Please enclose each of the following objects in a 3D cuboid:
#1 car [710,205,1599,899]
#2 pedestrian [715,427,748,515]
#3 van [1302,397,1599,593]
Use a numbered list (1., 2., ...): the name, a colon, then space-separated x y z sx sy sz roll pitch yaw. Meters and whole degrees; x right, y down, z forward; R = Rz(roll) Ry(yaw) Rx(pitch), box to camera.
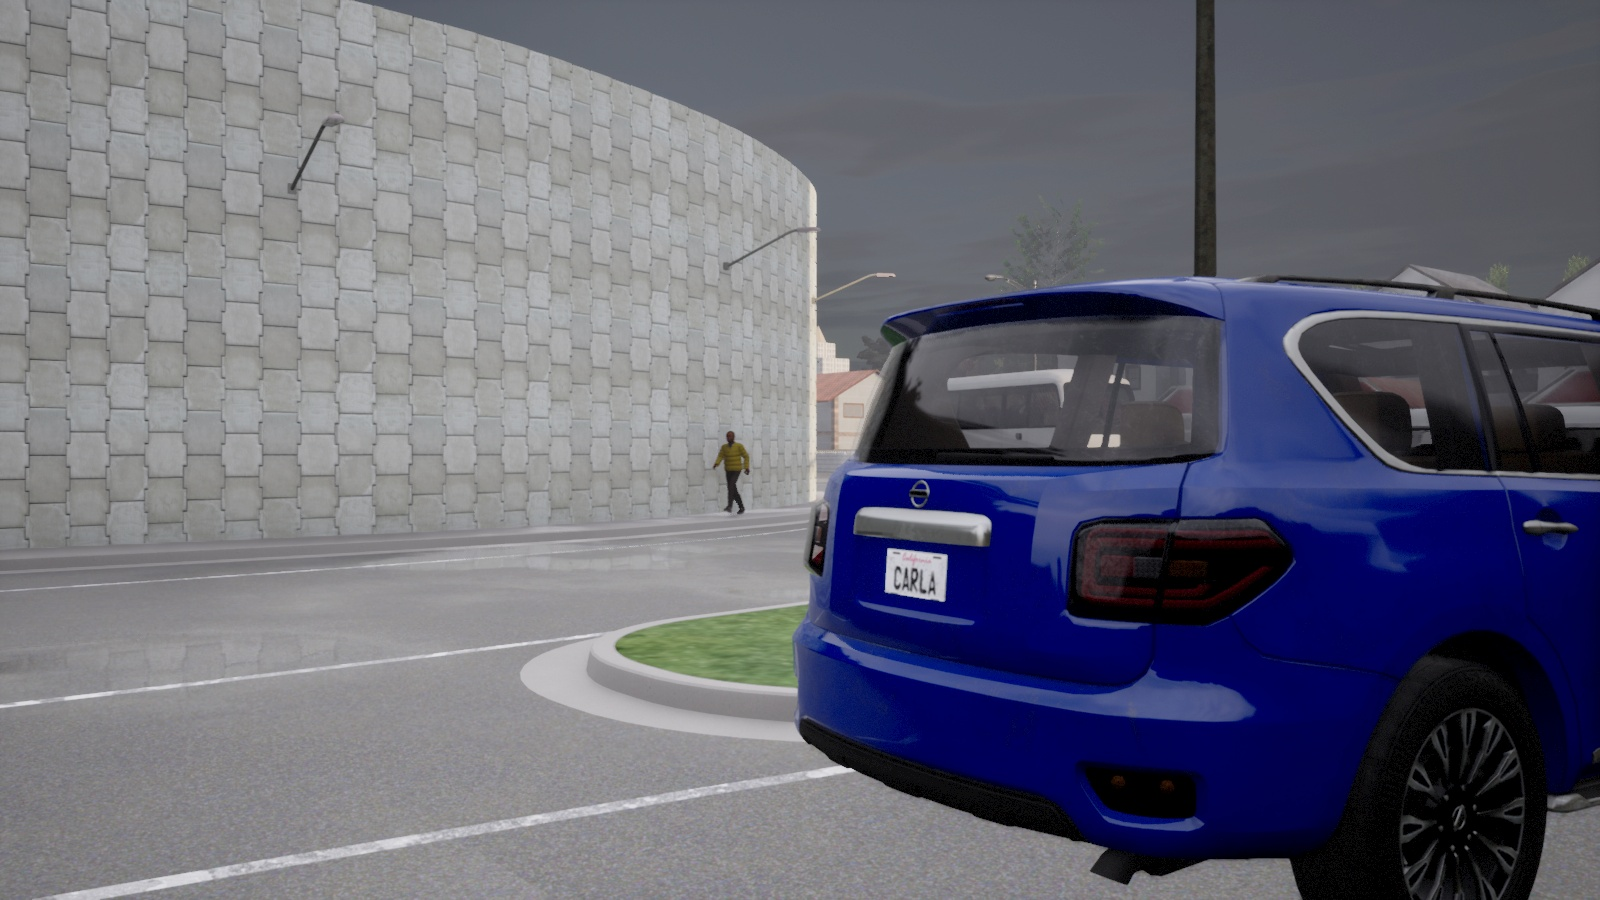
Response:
1. car: 2.596 0.463 5.243 5.566 2.045 2.150 0 0 -32
2. pedestrian: -1.443 0.447 26.594 0.370 1.835 0.726 0 0 29
3. van: 8.469 0.461 14.597 2.069 2.038 4.480 -1 0 -34
